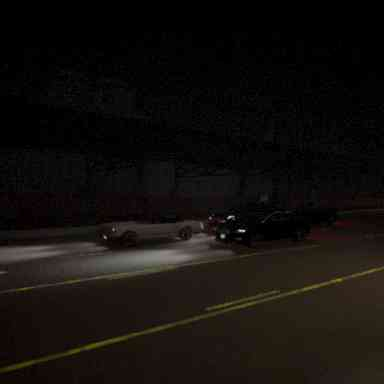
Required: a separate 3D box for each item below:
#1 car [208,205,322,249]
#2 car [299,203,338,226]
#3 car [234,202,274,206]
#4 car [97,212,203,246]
[{"bbox_3d":[3.246,1.525,14.809,4.902,1.511,2.128,0,0,-35],"label":"car"},{"bbox_3d":[7.817,1.523,22.396,4.902,1.511,2.128,0,0,-35],"label":"car"},{"bbox_3d":[3.090,1.385,18.971,4.553,1.767,2.097,0,0,-35],"label":"car"},{"bbox_3d":[-1.882,1.628,15.470,4.718,1.301,1.895,0,0,-35],"label":"car"}]
